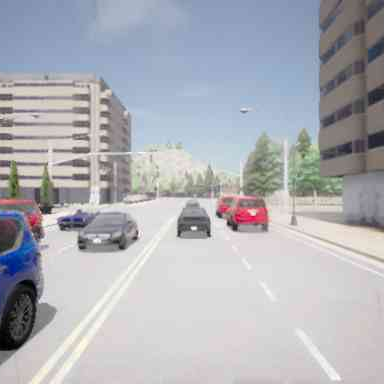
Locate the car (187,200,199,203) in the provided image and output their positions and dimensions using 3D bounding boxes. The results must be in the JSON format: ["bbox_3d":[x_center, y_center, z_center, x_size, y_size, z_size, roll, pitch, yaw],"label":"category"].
[{"bbox_3d":[0.093,1.700,39.748,1.812,1.442,4.674,0,0,0],"label":"car"}]

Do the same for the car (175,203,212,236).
[{"bbox_3d":[0.100,1.613,19.299,1.837,1.490,4.892,0,0,0],"label":"car"}]

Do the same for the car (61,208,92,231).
[{"bbox_3d":[-7.047,1.722,21.775,1.895,1.301,4.718,0,0,1],"label":"car"}]

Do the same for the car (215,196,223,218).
[{"bbox_3d":[3.499,1.401,31.991,2.150,2.045,5.566,0,0,0],"label":"car"}]

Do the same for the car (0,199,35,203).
[{"bbox_3d":[-7.072,1.285,11.203,2.150,2.045,5.566,0,0,1],"label":"car"}]

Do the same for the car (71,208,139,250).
[{"bbox_3d":[-3.554,1.609,14.883,1.812,1.442,4.674,0,0,1],"label":"car"}]

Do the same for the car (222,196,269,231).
[{"bbox_3d":[3.499,1.343,21.737,2.150,2.045,5.566,0,0,0],"label":"car"}]

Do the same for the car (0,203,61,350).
[{"bbox_3d":[-3.567,1.244,3.390,2.150,2.045,5.566,0,-1,0],"label":"car"}]
